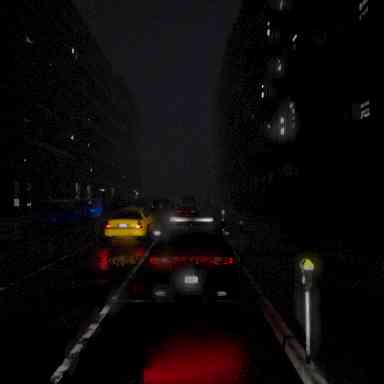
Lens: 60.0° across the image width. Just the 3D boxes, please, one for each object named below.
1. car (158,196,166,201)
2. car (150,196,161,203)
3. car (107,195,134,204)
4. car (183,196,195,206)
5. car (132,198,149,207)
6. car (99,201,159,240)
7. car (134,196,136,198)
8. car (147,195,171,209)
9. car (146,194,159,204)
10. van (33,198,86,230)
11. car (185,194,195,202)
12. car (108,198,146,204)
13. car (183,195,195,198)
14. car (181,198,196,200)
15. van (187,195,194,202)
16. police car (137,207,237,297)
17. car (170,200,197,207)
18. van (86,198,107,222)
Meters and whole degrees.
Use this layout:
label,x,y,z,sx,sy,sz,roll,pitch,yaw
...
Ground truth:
label,x,y,z,sx,sy,sz,roll,pitch,yaw
car,-8.325,1.846,92.652,1.802,1.307,4.206,1,0,0
car,-8.322,1.725,76.059,1.887,1.381,4.507,1,0,0
car,-8.313,1.365,37.346,2.192,1.841,5.009,1,0,0
car,-0.472,1.553,59.411,1.967,1.590,4.097,1,0,0
car,-8.321,1.660,53.938,1.947,1.339,4.313,1,0,0
car,-3.021,1.469,17.140,1.801,1.575,5.366,0,0,0
car,-8.313,1.379,42.876,2.192,1.841,5.009,1,0,0
car,-2.926,1.394,33.615,2.097,1.767,4.553,0,0,0
car,-8.316,1.471,70.528,2.192,1.841,5.009,1,0,0
van,-8.312,1.359,20.753,1.690,1.788,3.998,2,0,0
car,-0.471,1.521,81.536,2.192,1.841,5.009,1,0,0
car,-5.867,1.582,30.761,2.033,1.411,5.357,0,0,0
car,-0.428,1.490,37.286,1.967,1.590,4.097,1,0,0
car,-0.438,1.582,31.754,1.887,1.381,4.507,1,0,0
van,-0.473,1.575,87.068,1.690,1.788,3.998,1,0,0
police car,-0.012,1.430,8.763,1.930,1.638,5.238,0,0,0
car,-0.437,1.572,26.224,1.887,1.381,4.507,1,0,0
van,-8.313,1.368,26.285,1.690,1.788,3.998,1,0,0
